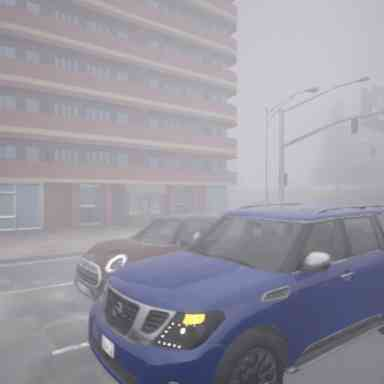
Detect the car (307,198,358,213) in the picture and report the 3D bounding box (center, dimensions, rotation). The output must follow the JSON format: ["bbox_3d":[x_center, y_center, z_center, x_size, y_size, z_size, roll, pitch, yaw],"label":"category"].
[{"bbox_3d":[15.873,1.491,37.743,2.128,1.511,4.902,0,0,-36],"label":"car"}]

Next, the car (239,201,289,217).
[{"bbox_3d":[6.844,1.601,32.043,1.895,1.301,4.718,0,0,-36],"label":"car"}]

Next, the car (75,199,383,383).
[{"bbox_3d":[1.390,1.223,4.996,5.566,2.045,2.150,0,0,-36],"label":"car"}]

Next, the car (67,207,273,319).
[{"bbox_3d":[-0.375,1.351,8.039,4.553,1.767,2.097,0,0,-36],"label":"car"}]
